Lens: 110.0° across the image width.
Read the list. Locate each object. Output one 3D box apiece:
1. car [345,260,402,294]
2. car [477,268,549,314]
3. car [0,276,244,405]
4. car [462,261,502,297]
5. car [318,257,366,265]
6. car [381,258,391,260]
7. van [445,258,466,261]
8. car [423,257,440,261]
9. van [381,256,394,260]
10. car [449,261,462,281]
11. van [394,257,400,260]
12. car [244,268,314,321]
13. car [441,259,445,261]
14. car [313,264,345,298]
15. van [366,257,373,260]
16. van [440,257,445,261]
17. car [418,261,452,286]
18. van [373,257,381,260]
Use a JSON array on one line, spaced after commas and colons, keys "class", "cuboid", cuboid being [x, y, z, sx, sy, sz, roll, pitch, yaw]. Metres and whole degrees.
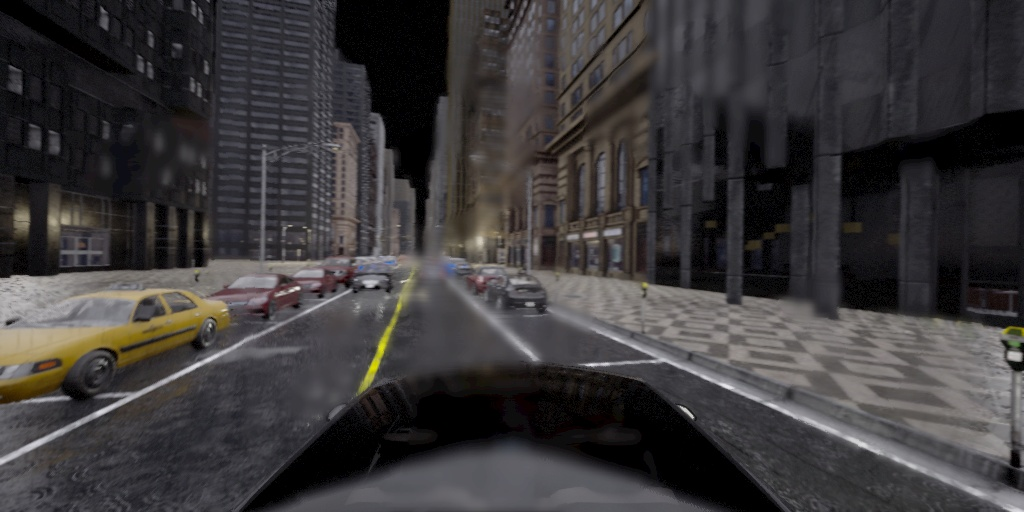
[{"class": "car", "cuboid": [-7.420, 1.182, 19.664, 2.128, 1.511, 4.902, 1, 0, -14]}, {"class": "car", "cuboid": [0.069, 1.343, 13.842, 2.007, 1.370, 4.403, 0, 0, -14]}, {"class": "car", "cuboid": [-6.766, 1.179, 6.081, 1.751, 1.417, 4.829, 0, 0, -14]}, {"class": "car", "cuboid": [-1.317, 1.229, 19.347, 1.967, 1.591, 4.097, 0, 0, -14]}, {"class": "car", "cuboid": [-10.967, 0.958, 22.762, 2.192, 1.841, 5.009, 0, 0, -14]}, {"class": "car", "cuboid": [-16.514, 1.216, 44.784, 1.802, 1.307, 4.207, 0, 0, -14]}, {"class": "van", "cuboid": [-5.477, 1.121, 35.865, 1.690, 1.789, 3.998, 0, 0, -14]}, {"class": "car", "cuboid": [-10.305, 1.224, 44.081, 2.128, 1.511, 4.902, 1, 0, -14]}, {"class": "van", "cuboid": [-17.901, 0.974, 50.290, 1.690, 1.789, 3.998, 0, 0, -14]}, {"class": "car", "cuboid": [-4.091, 1.333, 30.359, 2.007, 1.370, 4.403, 0, 0, -14]}, {"class": "van", "cuboid": [-20.674, 0.971, 61.301, 1.690, 1.789, 3.998, 0, 0, -14]}, {"class": "car", "cuboid": [-8.194, 1.232, 11.752, 1.802, 1.307, 4.207, 0, 0, -14]}, {"class": "car", "cuboid": [-6.864, 1.323, 41.370, 1.888, 1.381, 4.507, 0, 0, -14]}, {"class": "car", "cuboid": [-9.581, 1.229, 17.257, 1.802, 1.307, 4.207, 0, 0, -14]}, {"class": "van", "cuboid": [-12.354, 0.982, 28.268, 1.690, 1.789, 3.998, 0, 0, -14]}, {"class": "van", "cuboid": [-8.250, 1.117, 46.876, 1.690, 1.789, 3.998, 0, 0, -14]}, {"class": "car", "cuboid": [-5.624, 1.288, 25.477, 2.033, 1.411, 5.357, 1, 0, -13]}, {"class": "van", "cuboid": [-13.741, 0.979, 33.774, 1.690, 1.789, 3.998, 0, 0, -14]}]
